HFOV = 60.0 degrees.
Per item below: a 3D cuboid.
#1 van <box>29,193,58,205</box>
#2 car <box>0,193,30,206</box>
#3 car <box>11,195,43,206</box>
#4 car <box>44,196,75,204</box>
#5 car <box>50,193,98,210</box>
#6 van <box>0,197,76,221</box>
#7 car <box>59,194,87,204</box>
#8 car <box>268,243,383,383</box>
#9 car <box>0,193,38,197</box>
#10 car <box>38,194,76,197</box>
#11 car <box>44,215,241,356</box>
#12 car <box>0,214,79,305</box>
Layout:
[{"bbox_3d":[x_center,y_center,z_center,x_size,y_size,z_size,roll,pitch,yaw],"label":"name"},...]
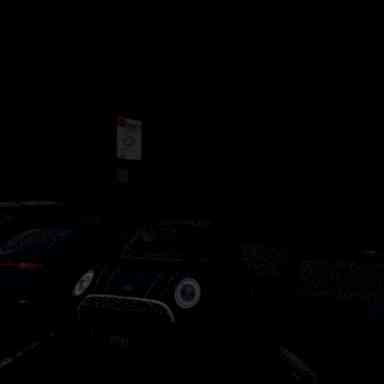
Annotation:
[{"bbox_3d":[-26.257,1.267,58.793,4.442,1.987,1.878,-1,0,14],"label":"van"},{"bbox_3d":[-29.495,1.237,53.762,5.566,2.045,2.435,-1,-1,14],"label":"car"},{"bbox_3d":[-27.862,1.365,56.277,4.553,1.767,2.185,-1,-1,14],"label":"car"},{"bbox_3d":[-24.456,1.494,61.278,4.892,1.521,2.231,-1,-1,14],"label":"car"},{"bbox_3d":[-15.628,1.237,44.082,5.566,2.045,2.435,1,1,14],"label":"car"},{"bbox_3d":[-5.202,1.258,10.013,1.878,1.987,4.442,0,-1,15],"label":"van"},{"bbox_3d":[-22.731,1.368,63.758,4.553,1.767,2.185,-1,0,14],"label":"car"},{"bbox_3d":[2.105,1.525,4.661,2.002,1.452,4.674,1,-1,16],"label":"car"},{"bbox_3d":[-20.536,1.233,36.725,5.566,2.045,2.435,1,0,14],"label":"car"},{"bbox_3d":[-17.284,1.236,41.629,5.566,2.045,2.435,1,1,14],"label":"car"},{"bbox_3d":[-0.323,1.359,6.437,2.185,1.767,4.553,1,-1,15],"label":"car"},{"bbox_3d":[-2.791,1.483,8.148,2.097,1.535,5.008,0,-1,16],"label":"car"}]
